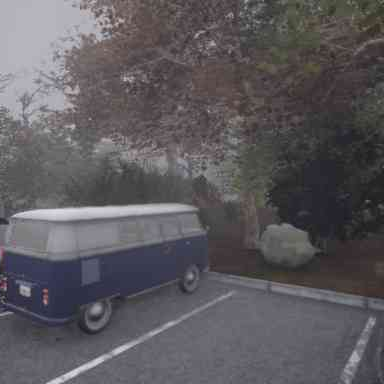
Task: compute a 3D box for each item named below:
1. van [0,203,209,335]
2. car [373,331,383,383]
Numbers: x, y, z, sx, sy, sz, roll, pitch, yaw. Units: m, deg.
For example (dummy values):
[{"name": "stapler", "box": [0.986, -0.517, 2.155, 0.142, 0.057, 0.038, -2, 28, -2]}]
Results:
[{"name": "van", "box": [-1.308, 1.261, 6.893, 1.878, 1.987, 4.442, 0, 0, 36]}, {"name": "car", "box": [3.159, 1.519, 3.560, 2.002, 1.452, 4.674, 0, 0, 36]}]
